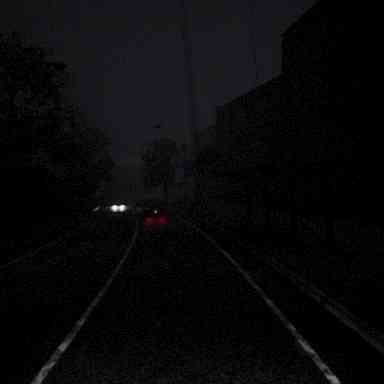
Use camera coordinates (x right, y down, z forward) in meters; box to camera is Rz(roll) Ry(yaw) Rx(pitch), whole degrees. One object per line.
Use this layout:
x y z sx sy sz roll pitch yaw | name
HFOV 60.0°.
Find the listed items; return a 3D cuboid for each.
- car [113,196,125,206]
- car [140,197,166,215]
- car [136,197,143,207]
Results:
-11.923 1.449 54.765 2.128 1.511 4.902 -1 0 -11 | car
-3.719 1.502 32.288 1.895 1.301 4.718 -1 0 -11 | car
-7.369 1.414 50.130 1.812 1.442 4.674 -1 0 -11 | car
